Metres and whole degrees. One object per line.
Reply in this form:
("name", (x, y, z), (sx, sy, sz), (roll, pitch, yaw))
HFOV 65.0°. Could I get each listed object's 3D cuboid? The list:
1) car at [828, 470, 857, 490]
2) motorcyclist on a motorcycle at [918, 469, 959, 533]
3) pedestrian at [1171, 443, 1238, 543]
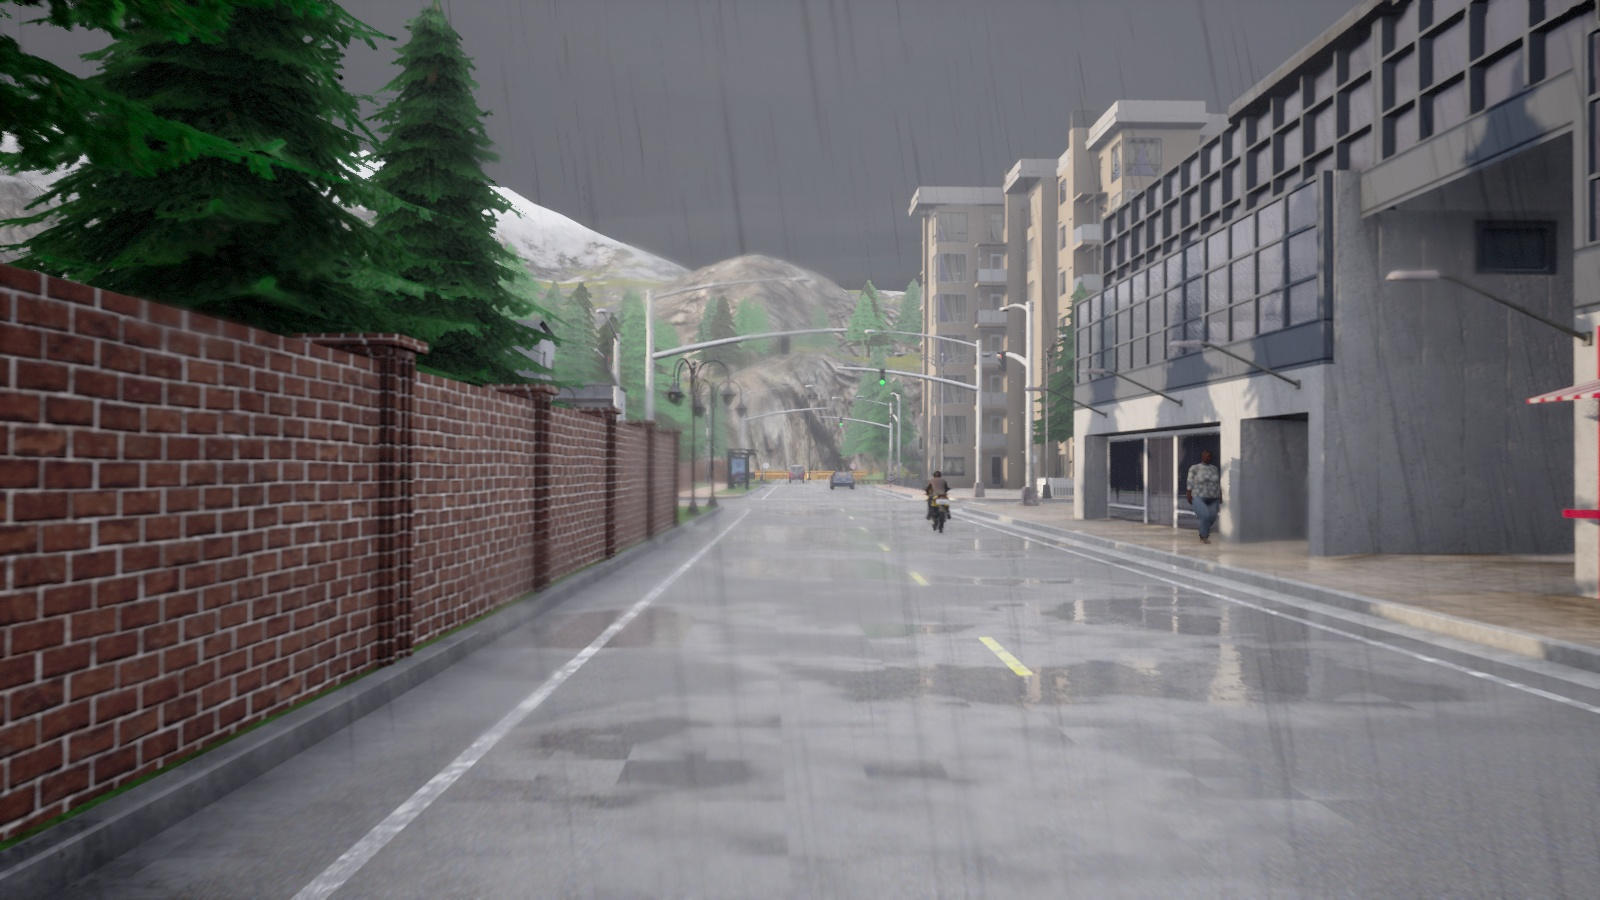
("car", (3.268, 2.291, 96.703), (2.033, 1.411, 5.357), (0, -1, 0))
("motorcyclist on a motorcycle", (3.425, 1.246, 31.196), (0.797, 1.523, 2.044), (0, -1, 0))
("pedestrian", (7.657, 0.798, 23.818), (0.874, 1.855, 0.900), (0, -1, -9))
